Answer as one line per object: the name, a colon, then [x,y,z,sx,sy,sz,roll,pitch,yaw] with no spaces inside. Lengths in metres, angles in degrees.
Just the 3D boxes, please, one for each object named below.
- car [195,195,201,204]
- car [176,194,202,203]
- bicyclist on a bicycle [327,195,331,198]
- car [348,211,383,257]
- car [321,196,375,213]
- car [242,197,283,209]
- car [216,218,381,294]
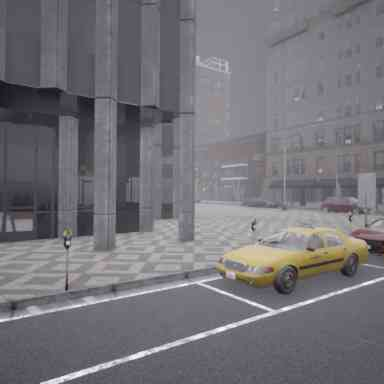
car: [-0.541,1.096,52.660,2.128,1.511,4.902,1,0,-35]
car: [-0.619,1.086,58.181,2.128,1.511,4.902,1,0,-35]
bicyclist on a bicycle: [16.332,1.157,39.536,1.656,1.620,0.582,0,0,-35]
car: [7.535,1.547,12.148,4.507,1.381,1.887,0,1,-36]
car: [14.576,1.196,31.210,2.097,1.767,4.553,1,0,-35]
car: [8.382,1.295,39.975,2.033,1.411,5.357,1,0,-35]
car: [2.821,1.526,8.777,4.829,1.417,1.752,0,1,-36]
